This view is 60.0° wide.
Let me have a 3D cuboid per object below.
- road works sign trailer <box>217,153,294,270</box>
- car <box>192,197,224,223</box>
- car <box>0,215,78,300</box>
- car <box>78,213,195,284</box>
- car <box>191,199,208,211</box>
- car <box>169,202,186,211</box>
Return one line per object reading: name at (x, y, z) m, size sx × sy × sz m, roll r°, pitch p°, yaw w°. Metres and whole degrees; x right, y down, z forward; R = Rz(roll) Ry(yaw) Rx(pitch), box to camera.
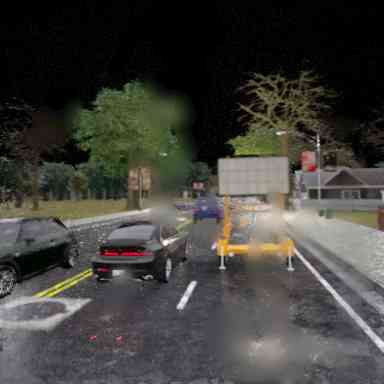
road works sign trailer at (2.090, 0.525, 11.319) m, size 2.380 × 3.560 × 2.880 m, roll -1°, pitch 0°, yaw 9°
car at (1.434, 1.438, 27.729) m, size 2.150 × 2.045 × 5.566 m, roll -1°, pitch 0°, yaw 9°
car at (-4.944, 1.506, 8.893) m, size 2.097 × 1.767 × 4.553 m, roll -1°, pitch 0°, yaw 9°
car at (-1.291, 1.609, 9.941) m, size 1.837 × 1.490 × 4.892 m, roll -1°, pitch -1°, yaw 9°
car at (1.168, 1.905, 48.657) m, size 1.882 × 1.535 × 5.008 m, roll -1°, pitch -1°, yaw 9°
car at (-2.107, 2.081, 48.731) m, size 1.895 × 1.301 × 4.718 m, roll -1°, pitch -1°, yaw 9°
